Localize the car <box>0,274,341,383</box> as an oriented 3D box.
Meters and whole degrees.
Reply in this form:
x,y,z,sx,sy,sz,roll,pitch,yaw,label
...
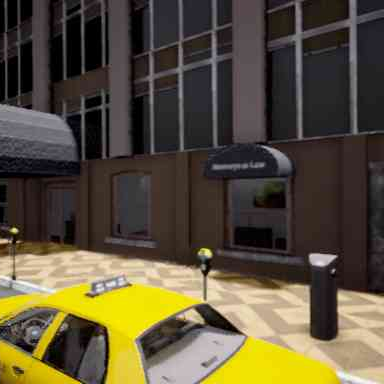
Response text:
x,y,z,sx,sy,sz,roll,pitch,yaw,label
-1.039,1.547,3.462,4.829,1.417,1.752,-1,0,36,car
